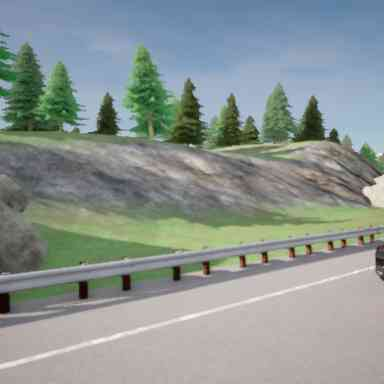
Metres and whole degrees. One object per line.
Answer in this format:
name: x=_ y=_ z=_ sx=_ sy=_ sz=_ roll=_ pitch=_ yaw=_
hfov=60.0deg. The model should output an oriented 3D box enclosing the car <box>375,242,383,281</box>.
car: x=6.517 y=1.511 z=8.527 sx=4.892 sy=1.490 sz=1.837 roll=0 pitch=0 yaw=-37
